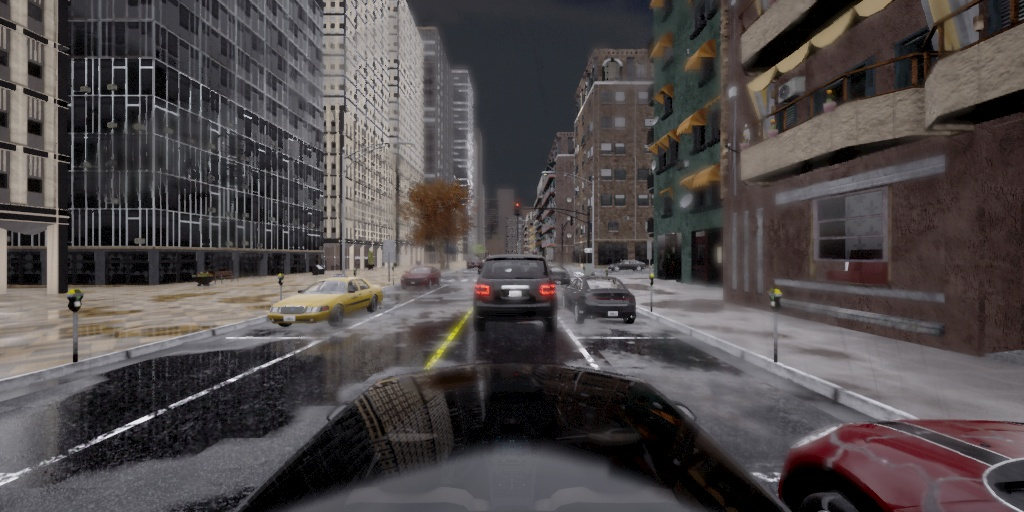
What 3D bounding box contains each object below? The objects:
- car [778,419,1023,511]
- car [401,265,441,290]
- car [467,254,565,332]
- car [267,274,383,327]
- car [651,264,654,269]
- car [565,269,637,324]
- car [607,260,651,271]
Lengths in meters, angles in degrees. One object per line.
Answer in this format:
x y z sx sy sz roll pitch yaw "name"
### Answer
2.687 1.190 0.675 1.967 1.591 4.097 0 0 0 "car"
-5.683 1.300 22.810 1.888 1.381 4.507 0 0 0 "car"
0.094 0.972 11.018 2.150 2.045 5.566 0 0 0 "car"
-5.687 1.276 11.574 1.751 1.417 4.829 0 0 0 "car"
18.849 1.006 42.269 4.829 1.417 1.751 0 0 -1 "car"
2.693 1.301 11.740 2.007 1.370 4.403 0 0 0 "car"
13.452 1.109 42.217 4.403 1.370 2.007 0 0 -1 "car"
